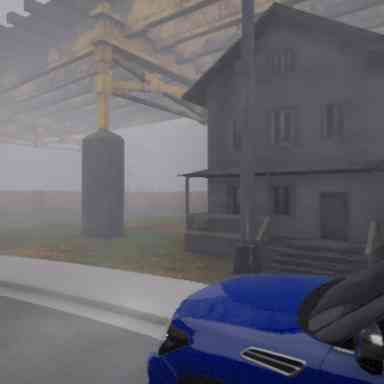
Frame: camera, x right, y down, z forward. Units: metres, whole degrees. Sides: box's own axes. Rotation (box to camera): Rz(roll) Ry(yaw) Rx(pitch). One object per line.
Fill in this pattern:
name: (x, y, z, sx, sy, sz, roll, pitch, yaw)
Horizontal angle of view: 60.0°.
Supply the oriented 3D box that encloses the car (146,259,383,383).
car: (2.218, 1.238, 2.037, 5.566, 2.045, 2.150, 0, 0, 38)
